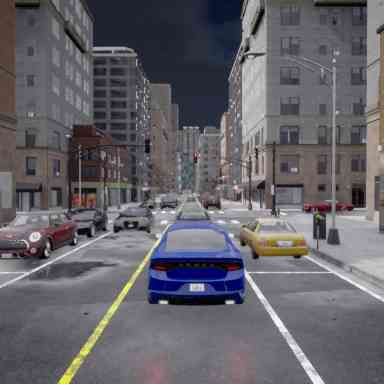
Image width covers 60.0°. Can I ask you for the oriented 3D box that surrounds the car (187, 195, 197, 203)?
[{"bbox_3d":[-0.159,1.577,74.045,2.128,1.511,4.902,0,0,0],"label":"car"}]

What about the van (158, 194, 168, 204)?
[{"bbox_3d":[-5.823,1.396,66.943,1.690,1.788,3.998,-1,0,0],"label":"van"}]

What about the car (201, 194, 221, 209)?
[{"bbox_3d":[2.750,1.349,44.617,2.192,1.841,5.009,-1,0,0],"label":"car"}]

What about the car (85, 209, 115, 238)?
[{"bbox_3d":[-5.715,1.570,17.726,1.947,1.339,4.313,-1,0,0],"label":"car"}]

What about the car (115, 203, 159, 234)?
[{"bbox_3d":[-3.231,1.569,19.323,1.994,1.385,4.181,0,0,-2],"label":"car"}]

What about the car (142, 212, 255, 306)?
[{"bbox_3d":[0.079,1.478,8.152,1.882,1.535,5.008,0,0,0],"label":"car"}]

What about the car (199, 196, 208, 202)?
[{"bbox_3d":[2.688,1.587,78.303,1.752,1.417,4.829,-1,0,0],"label":"car"}]

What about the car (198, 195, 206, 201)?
[{"bbox_3d":[2.668,1.633,89.304,1.947,1.339,4.313,-1,0,0],"label":"car"}]

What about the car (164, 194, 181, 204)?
[{"bbox_3d":[-3.207,1.550,55.244,1.837,1.490,4.892,0,0,0],"label":"car"}]

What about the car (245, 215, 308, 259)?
[{"bbox_3d":[2.821,1.527,12.419,1.752,1.417,4.829,-1,0,0],"label":"car"}]

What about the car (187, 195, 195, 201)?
[{"bbox_3d":[-0.182,1.534,84.497,1.895,1.301,4.718,0,0,0],"label":"car"}]

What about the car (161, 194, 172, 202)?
[{"bbox_3d":[-5.847,1.377,78.115,2.192,1.841,5.009,-1,0,0],"label":"car"}]

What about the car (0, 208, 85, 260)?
[{"bbox_3d":[-5.704,1.441,12.230,1.967,1.590,4.097,-1,0,0],"label":"car"}]

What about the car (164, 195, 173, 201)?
[{"bbox_3d":[-5.858,1.505,83.700,1.967,1.590,4.097,-1,0,0],"label":"car"}]

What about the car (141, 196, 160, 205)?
[{"bbox_3d":[-5.773,1.600,44.599,1.947,1.339,4.313,-1,0,0],"label":"car"}]

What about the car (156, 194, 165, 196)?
[{"bbox_3d":[-5.797,1.571,55.601,1.752,1.417,4.829,-1,0,0],"label":"car"}]

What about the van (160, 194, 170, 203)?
[{"bbox_3d":[-5.835,1.400,72.529,1.690,1.788,3.998,-1,0,0],"label":"van"}]

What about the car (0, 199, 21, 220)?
[{"bbox_3d":[-17.994,1.536,29.508,4.553,1.767,2.097,0,1,0],"label":"car"}]

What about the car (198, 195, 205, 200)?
[{"bbox_3d":[2.657,1.621,94.890,2.008,1.369,4.403,-1,0,0],"label":"car"}]

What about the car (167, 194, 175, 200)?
[{"bbox_3d":[-5.882,1.510,94.871,1.967,1.590,4.097,-1,0,0],"label":"car"}]

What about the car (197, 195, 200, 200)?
[{"bbox_3d":[2.707,1.370,66.961,2.192,1.841,5.009,-1,0,0],"label":"car"}]

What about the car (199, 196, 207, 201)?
[{"bbox_3d":[2.678,1.631,83.718,1.947,1.339,4.313,-1,0,0],"label":"car"}]

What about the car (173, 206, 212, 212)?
[{"bbox_3d":[0.063,1.605,17.515,1.895,1.301,4.718,0,0,0],"label":"car"}]

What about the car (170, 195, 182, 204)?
[{"bbox_3d":[-3.180,1.405,65.467,2.097,1.767,4.553,0,0,0],"label":"car"}]

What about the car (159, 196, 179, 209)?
[{"bbox_3d":[-3.193,1.582,45.347,2.033,1.411,5.357,0,0,0],"label":"car"}]

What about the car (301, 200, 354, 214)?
[{"bbox_3d":[13.289,1.457,32.882,4.718,1.301,1.895,-1,1,-1],"label":"car"}]
